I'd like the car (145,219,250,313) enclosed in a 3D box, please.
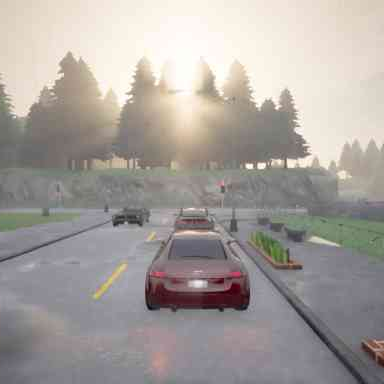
[{"bbox_3d":[0.103,1.564,7.774,1.994,1.385,4.181,0,0,0],"label":"car"}]

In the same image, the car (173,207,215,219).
[{"bbox_3d":[0.105,1.505,16.686,1.837,1.490,4.892,0,0,0],"label":"car"}]

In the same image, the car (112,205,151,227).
[{"bbox_3d":[-4.023,1.601,22.602,1.895,1.301,4.718,0,0,1],"label":"car"}]
